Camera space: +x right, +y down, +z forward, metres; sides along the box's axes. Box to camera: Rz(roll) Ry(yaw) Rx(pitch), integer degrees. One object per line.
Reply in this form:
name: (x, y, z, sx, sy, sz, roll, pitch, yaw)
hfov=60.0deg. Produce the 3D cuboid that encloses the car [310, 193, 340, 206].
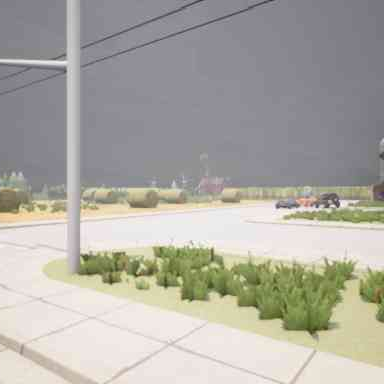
car: (17.710, 1.124, 43.556, 1.905, 1.878, 3.866, -6, -1, -8)

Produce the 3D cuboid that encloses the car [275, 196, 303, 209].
car: (12.389, 1.490, 43.137, 1.994, 1.385, 4.181, -2, -1, 36)

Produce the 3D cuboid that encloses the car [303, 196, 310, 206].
car: (18.018, 1.335, 51.351, 2.097, 1.767, 4.553, 0, 0, 35)
